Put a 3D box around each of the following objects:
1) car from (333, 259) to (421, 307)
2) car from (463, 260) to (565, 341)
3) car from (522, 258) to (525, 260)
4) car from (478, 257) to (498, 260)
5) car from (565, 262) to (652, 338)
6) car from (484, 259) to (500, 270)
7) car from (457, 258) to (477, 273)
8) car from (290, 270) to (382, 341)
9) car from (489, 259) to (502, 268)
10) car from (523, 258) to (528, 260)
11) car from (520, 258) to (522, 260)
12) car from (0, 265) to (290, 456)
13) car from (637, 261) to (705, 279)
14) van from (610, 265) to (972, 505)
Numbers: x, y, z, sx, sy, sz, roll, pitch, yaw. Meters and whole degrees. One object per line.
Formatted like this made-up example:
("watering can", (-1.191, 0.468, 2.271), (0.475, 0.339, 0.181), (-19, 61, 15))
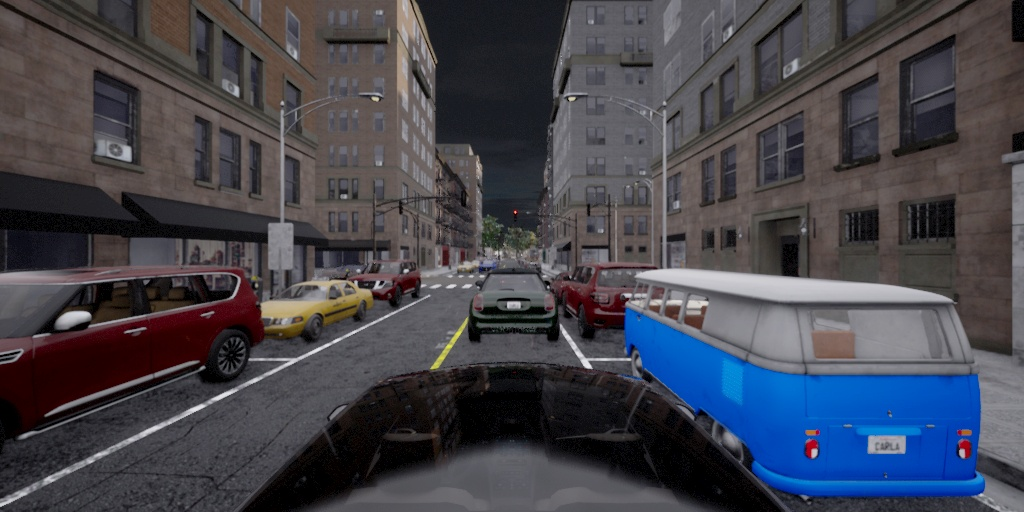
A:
("car", (-5.413, 1.062, 15.724), (2.192, 1.841, 5.009), (0, 0, 0))
("car", (0.027, 1.101, 10.008), (2.097, 1.767, 4.553), (0, 0, 0))
("car", (2.594, 1.288, 48.220), (1.888, 1.381, 4.507), (0, 0, 0))
("car", (-2.882, 1.221, 42.976), (1.882, 1.535, 5.008), (0, 0, 0))
("car", (2.631, 1.063, 10.051), (2.192, 1.841, 5.009), (0, 0, 0))
("car", (-2.889, 1.234, 52.944), (2.128, 1.511, 4.902), (0, 0, 0))
("car", (-5.454, 1.268, 42.561), (1.751, 1.417, 4.829), (0, 0, 0))
("car", (-5.407, 1.274, 9.875), (1.751, 1.417, 4.829), (0, 0, 0))
("car", (-2.872, 1.306, 63.084), (1.994, 1.385, 4.181), (0, 0, 0))
("car", (2.600, 1.293, 42.739), (2.007, 1.370, 4.403), (0, 0, 0))
("car", (2.589, 1.293, 53.702), (2.007, 1.370, 4.403), (0, 0, 0))
("car", (-5.400, 1.064, 4.367), (2.192, 1.841, 5.009), (0, 0, 0))
("car", (13.604, 1.168, 30.894), (4.902, 1.511, 2.128), (0, 0, 0))
("van", (2.636, 1.090, 4.373), (1.690, 1.789, 3.998), (0, 0, 0))
